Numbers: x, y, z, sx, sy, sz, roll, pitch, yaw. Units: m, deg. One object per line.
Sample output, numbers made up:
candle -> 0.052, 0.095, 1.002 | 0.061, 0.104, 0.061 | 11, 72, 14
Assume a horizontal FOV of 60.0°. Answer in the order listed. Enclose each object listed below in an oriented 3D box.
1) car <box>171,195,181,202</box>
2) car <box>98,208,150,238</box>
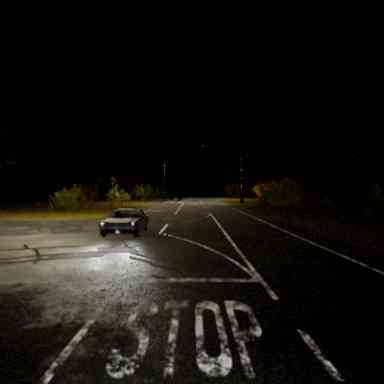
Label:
car -> -3.389, 1.364, 71.630 | 1.812, 1.442, 4.674 | 0, 0, 0
car -> -3.455, 1.562, 17.637 | 1.895, 1.301, 4.718 | 0, 0, 0
